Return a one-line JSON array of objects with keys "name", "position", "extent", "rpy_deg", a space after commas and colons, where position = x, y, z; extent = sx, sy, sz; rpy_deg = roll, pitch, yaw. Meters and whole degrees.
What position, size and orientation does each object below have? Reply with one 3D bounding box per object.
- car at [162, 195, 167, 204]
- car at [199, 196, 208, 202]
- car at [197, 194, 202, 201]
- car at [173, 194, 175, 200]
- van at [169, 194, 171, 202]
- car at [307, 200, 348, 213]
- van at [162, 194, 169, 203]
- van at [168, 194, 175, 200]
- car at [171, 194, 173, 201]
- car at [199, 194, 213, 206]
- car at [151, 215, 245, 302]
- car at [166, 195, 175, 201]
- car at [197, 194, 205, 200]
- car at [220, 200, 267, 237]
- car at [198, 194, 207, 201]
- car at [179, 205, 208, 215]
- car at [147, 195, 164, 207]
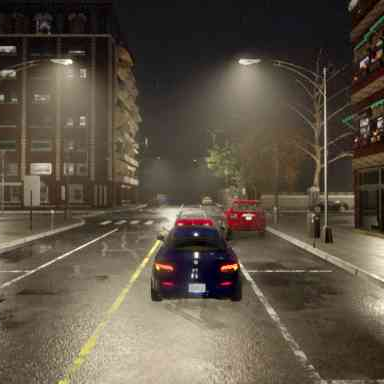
[{"name": "car", "position": [-5.768, 1.616, 56.113], "extent": [1.802, 1.307, 4.206], "rpy_deg": [1, 0, 0]}, {"name": "car", "position": [2.576, 1.622, 78.274], "extent": [1.947, 1.339, 4.313], "rpy_deg": [1, 0, 0]}, {"name": "car", "position": [2.586, 1.601, 72.735], "extent": [2.008, 1.369, 4.403], "rpy_deg": [1, 0, 0]}, {"name": "car", "position": [-5.803, 1.606, 78.268], "extent": [2.008, 1.369, 4.403], "rpy_deg": [1, 0, 0]}, {"name": "van", "position": [-5.781, 1.385, 67.191], "extent": [1.690, 1.788, 3.998], "rpy_deg": [1, 0, 0]}, {"name": "car", "position": [15.153, 1.607, 37.144], "extent": [4.313, 1.339, 1.947], "rpy_deg": [0, -1, 0]}, {"name": "van", "position": [-5.772, 1.380, 61.652], "extent": [1.690, 1.788, 3.998], "rpy_deg": [1, 0, 0]}, {"name": "van", "position": [-5.826, 1.417, 94.884], "extent": [1.690, 1.788, 3.998], "rpy_deg": [1, 0, 0]}, {"name": "car", "position": [-5.794, 1.632, 72.730], "extent": [1.802, 1.307, 4.206], "rpy_deg": [1, 0, 0]}, {"name": "car", "position": [2.613, 1.560, 56.291], "extent": [1.752, 1.417, 4.829], "rpy_deg": [1, 0, 0]}, {"name": "car", "position": [0.088, 1.528, 8.157], "extent": [1.812, 1.442, 4.674], "rpy_deg": [0, 0, 0]}, {"name": "car", "position": [-5.821, 1.620, 89.346], "extent": [2.008, 1.369, 4.403], "rpy_deg": [1, 0, 0]}, {"name": "car", "position": [2.554, 1.391, 94.887], "extent": [2.192, 1.841, 5.009], "rpy_deg": [1, 0, 0]}, {"name": "car", "position": [2.679, 1.322, 18.091], "extent": [2.192, 1.841, 5.009], "rpy_deg": [1, 0, 0]}, {"name": "car", "position": [2.572, 1.377, 83.812], "extent": [2.192, 1.841, 5.009], "rpy_deg": [1, 0, 0]}, {"name": "car", "position": [0.071, 1.608, 17.900], "extent": [1.895, 1.301, 4.718], "rpy_deg": [0, 0, 0]}, {"name": "car", "position": [-5.759, 1.612, 50.576], "extent": [1.802, 1.307, 4.206], "rpy_deg": [1, 0, 0]}]
